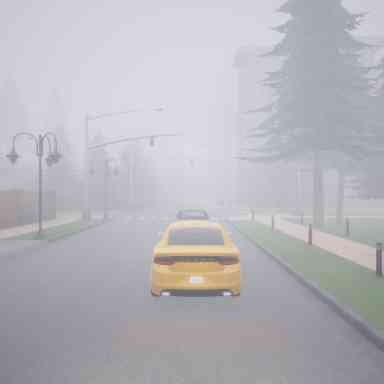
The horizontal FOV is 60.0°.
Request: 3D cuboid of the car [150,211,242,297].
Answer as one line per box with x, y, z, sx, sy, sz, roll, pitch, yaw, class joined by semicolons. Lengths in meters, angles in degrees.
0.078;1.478;8.636;1.882;1.535;5.008;0;0;0;car
